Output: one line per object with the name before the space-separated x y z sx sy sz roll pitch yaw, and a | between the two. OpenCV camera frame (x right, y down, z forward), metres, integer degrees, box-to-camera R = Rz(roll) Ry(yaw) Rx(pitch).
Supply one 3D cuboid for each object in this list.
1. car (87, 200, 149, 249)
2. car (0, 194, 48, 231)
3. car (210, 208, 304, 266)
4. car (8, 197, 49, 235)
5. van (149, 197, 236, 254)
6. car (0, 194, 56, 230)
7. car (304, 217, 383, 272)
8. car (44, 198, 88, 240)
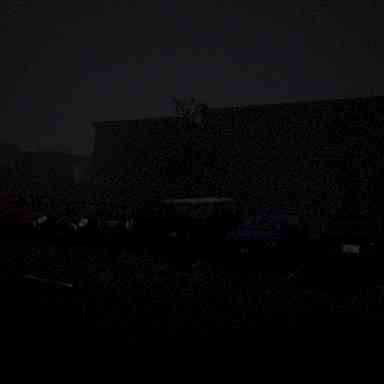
car | -2.002 1.312 14.735 2.185 1.767 4.553 0 0 31
car | -9.191 1.160 19.098 2.435 2.045 5.566 0 0 31
car | 2.830 1.455 11.893 2.097 1.535 5.008 0 0 31
car | -6.783 1.295 17.664 2.185 1.767 4.553 0 0 31
van | 0.481 1.221 13.425 1.878 1.987 4.442 0 0 31
car | -11.598 1.152 20.536 2.435 2.045 5.566 0 0 31
car | 5.249 1.493 10.476 2.163 1.488 4.792 0 0 31
car | -4.376 1.303 16.226 2.185 1.767 4.553 0 0 31
